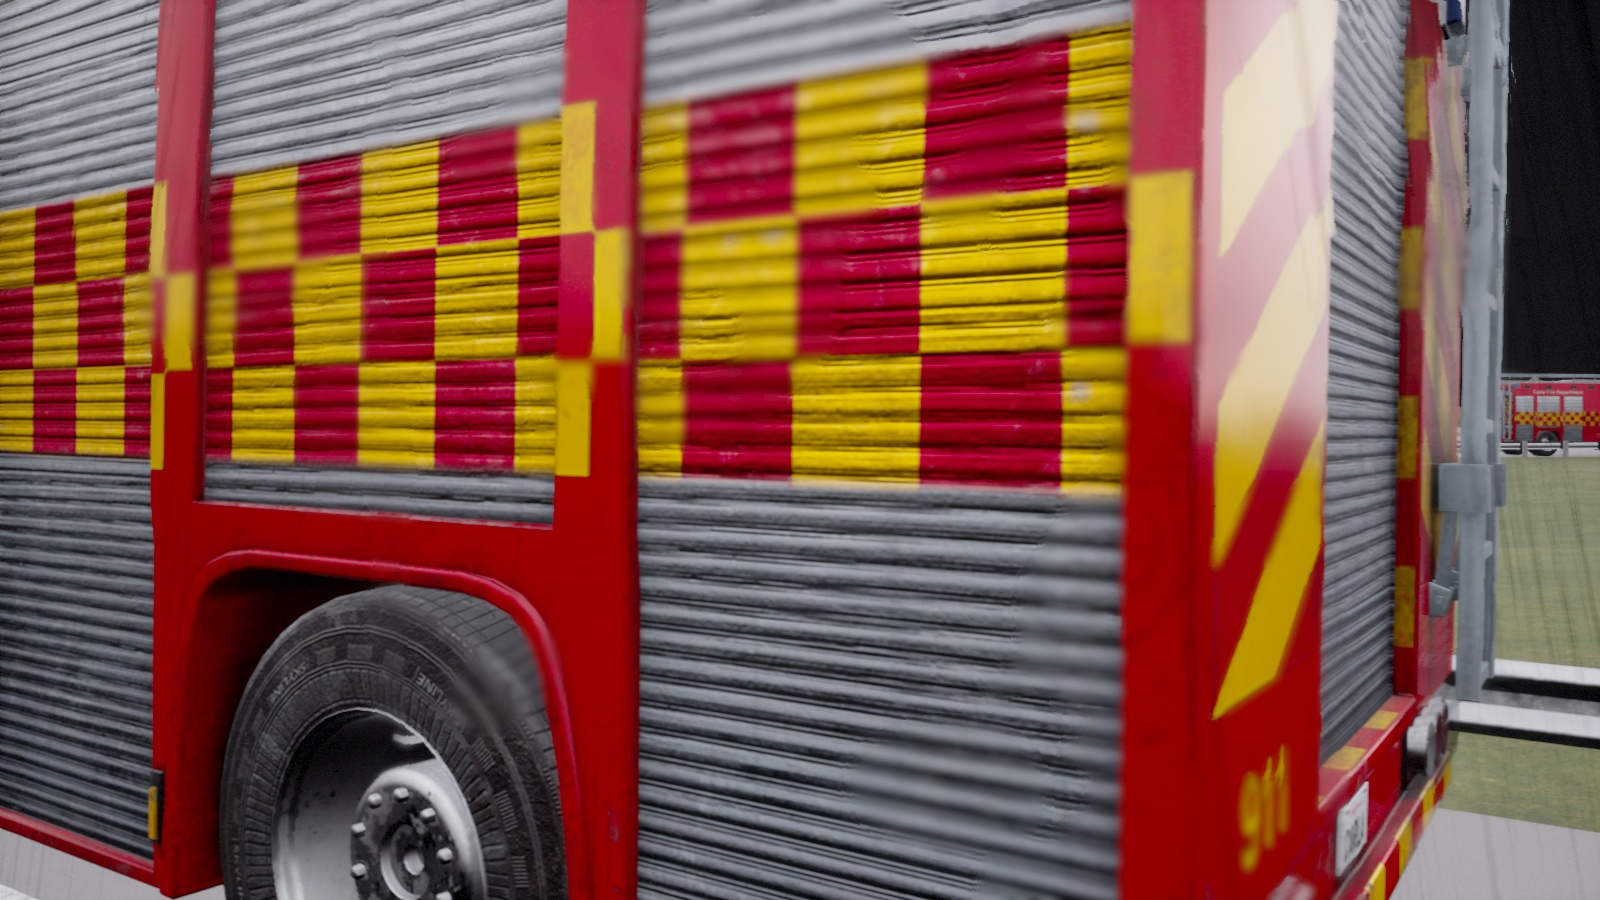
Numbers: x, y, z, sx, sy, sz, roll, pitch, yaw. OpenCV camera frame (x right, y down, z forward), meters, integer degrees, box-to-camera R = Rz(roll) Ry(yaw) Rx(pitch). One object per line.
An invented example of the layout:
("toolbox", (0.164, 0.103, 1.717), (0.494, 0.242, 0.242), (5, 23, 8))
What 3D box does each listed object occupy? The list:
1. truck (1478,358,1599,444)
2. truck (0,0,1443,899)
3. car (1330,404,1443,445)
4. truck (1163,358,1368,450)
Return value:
("truck", (36.730, -2.314, 58.906), (8.468, 3.827, 2.891), (-1, 2, -5))
("truck", (-2.276, -0.490, 5.145), (8.468, 3.827, 2.891), (0, 1, 34))
("car", (28.421, -1.219, 60.907), (4.605, 1.855, 1.932), (-1, 1, -7))
("truck", (21.040, -2.001, 56.852), (8.468, 3.827, 2.891), (-1, 1, 24))
